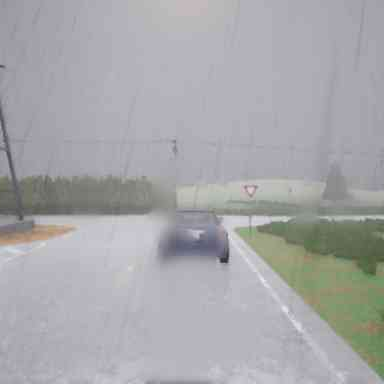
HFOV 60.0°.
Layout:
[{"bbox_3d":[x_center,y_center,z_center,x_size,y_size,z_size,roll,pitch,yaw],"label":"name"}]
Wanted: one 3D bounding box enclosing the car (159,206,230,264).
[{"bbox_3d":[0.075,1.263,11.607,2.097,1.767,4.553,0,0,0],"label":"car"}]
